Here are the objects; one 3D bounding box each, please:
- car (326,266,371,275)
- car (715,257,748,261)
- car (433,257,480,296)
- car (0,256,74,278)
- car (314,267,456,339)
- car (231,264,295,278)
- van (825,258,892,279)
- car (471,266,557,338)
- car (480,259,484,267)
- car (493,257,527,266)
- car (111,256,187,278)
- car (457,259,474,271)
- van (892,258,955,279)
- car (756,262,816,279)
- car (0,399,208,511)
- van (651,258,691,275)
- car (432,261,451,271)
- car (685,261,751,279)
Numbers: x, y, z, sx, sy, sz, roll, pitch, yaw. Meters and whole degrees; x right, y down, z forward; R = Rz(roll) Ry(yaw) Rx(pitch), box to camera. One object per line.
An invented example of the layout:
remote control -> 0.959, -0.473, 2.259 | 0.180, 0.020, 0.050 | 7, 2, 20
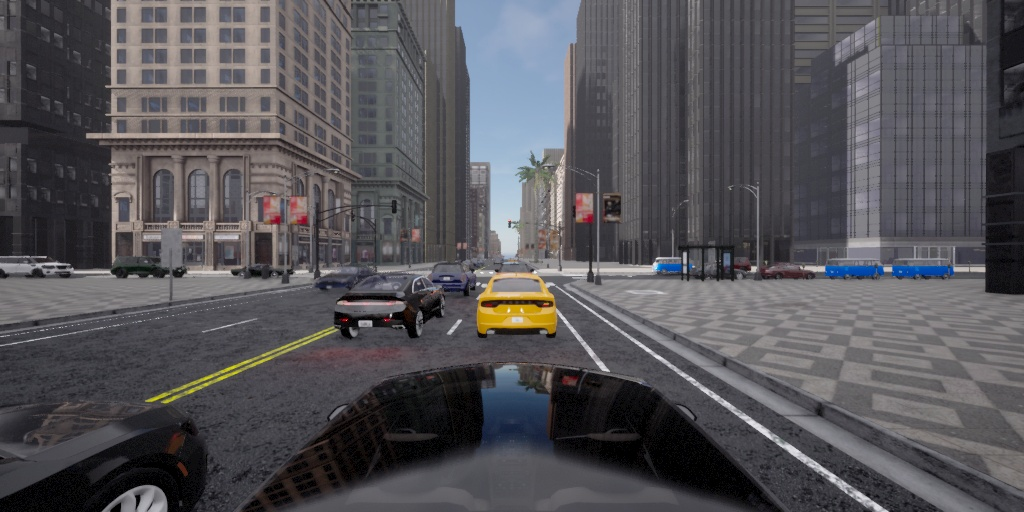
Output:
car -> -9.818, 1.297, 21.910 | 2.033, 1.411, 5.357 | 0, 0, 0
car -> 22.803, 1.035, 38.350 | 5.009, 1.841, 2.192 | 0, 0, 0
car -> -3.122, 1.102, 19.267 | 2.097, 1.767, 4.553 | 0, 0, 0
car -> -43.719, 1.020, 32.739 | 5.566, 2.045, 2.150 | 0, 0, 0
car -> -3.138, 1.241, 10.128 | 2.128, 1.511, 4.902 | 0, 0, 0
car -> -22.539, 1.375, 32.593 | 4.718, 1.301, 1.895 | 0, 0, 0
van -> 28.471, 1.082, 29.817 | 3.998, 1.789, 1.690 | 0, 0, 0
car -> 0.111, 1.227, 10.217 | 1.882, 1.535, 5.008 | 0, 0, 0
car -> -6.484, 1.105, 60.422 | 2.097, 1.767, 4.553 | 0, 0, 1
car -> 0.128, 1.102, 19.291 | 2.097, 1.767, 4.553 | 0, 0, 0
car -> -33.012, 1.007, 32.664 | 5.566, 2.045, 2.150 | 0, 0, 0
car -> -6.523, 1.257, 50.677 | 1.837, 1.490, 4.892 | 0, 0, -1
van -> 34.148, 1.080, 29.810 | 3.998, 1.789, 1.690 | 0, 0, 0
car -> 22.793, 1.327, 29.825 | 4.207, 1.307, 1.802 | 0, 0, 0
car -> -3.152, 1.255, 0.612 | 1.837, 1.490, 4.892 | 0, 0, 0
van -> 17.125, 1.065, 38.357 | 3.998, 1.789, 1.690 | 0, 0, 0
car -> -9.770, 1.353, 49.995 | 1.895, 1.301, 4.718 | 0, 0, -2
car -> 17.116, 1.299, 29.832 | 4.403, 1.370, 2.007 | 0, 0, 0
